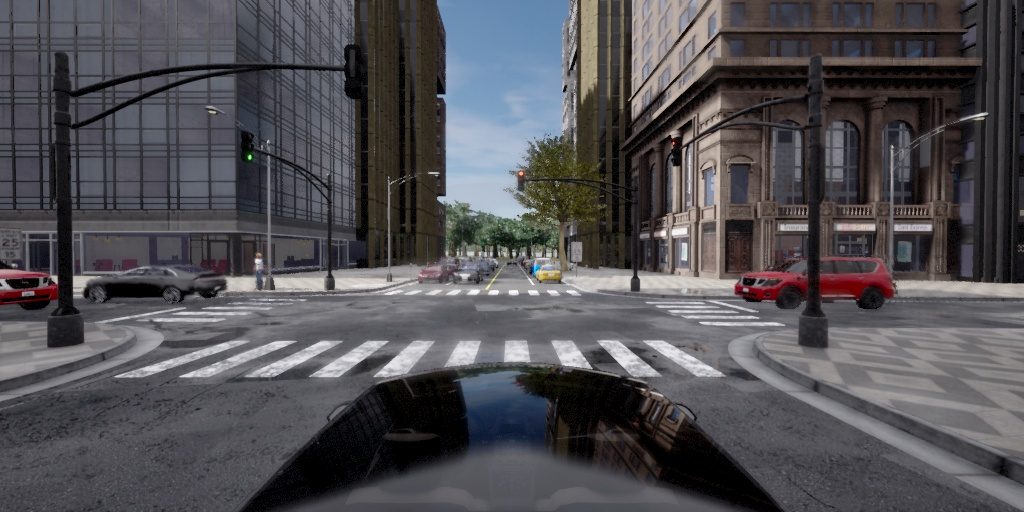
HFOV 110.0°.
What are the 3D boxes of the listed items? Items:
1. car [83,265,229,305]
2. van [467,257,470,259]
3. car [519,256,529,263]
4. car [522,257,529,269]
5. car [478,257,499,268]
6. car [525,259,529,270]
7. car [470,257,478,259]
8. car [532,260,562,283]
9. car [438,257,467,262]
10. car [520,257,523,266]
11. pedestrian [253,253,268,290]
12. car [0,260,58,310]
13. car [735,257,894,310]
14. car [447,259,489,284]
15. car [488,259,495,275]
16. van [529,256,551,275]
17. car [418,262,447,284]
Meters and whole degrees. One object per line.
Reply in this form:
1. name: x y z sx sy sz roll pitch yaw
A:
1. car: -14.563 1.108 14.773 4.902 1.511 2.128 1 1 0
2. van: -5.806 1.049 38.350 1.690 1.789 3.998 0 0 0
3. car: 2.692 1.201 61.085 2.007 1.370 4.403 0 0 0
4. car: 2.705 1.207 49.897 1.751 1.417 4.829 0 0 0
5. car: -3.140 1.182 46.434 2.128 1.511 4.902 0 0 0
6. car: 2.719 1.274 38.368 1.948 1.339 4.313 0 0 0
7. car: -5.813 1.011 44.030 2.192 1.841 5.009 0 0 0
8. car: 2.732 1.254 27.178 1.751 1.417 4.829 0 0 0
9. car: -5.800 1.034 32.669 2.192 1.841 5.009 0 0 0
10. car: 2.699 1.212 55.406 1.888 1.381 4.507 0 0 0
11. pedestrian: -12.542 0.741 17.809 0.375 1.860 0.375 0 0 0
12. car: -18.386 0.841 11.553 5.566 2.045 2.150 1 1 0
13. car: 12.328 1.049 14.774 5.566 2.045 2.150 0 1 -2
14. car: -3.135 1.220 26.500 2.128 1.511 4.902 0 0 1
15. car: -3.134 1.260 36.323 2.033 1.411 5.357 0 0 0
16. van: 2.726 1.060 32.688 1.690 1.789 3.998 0 0 0
17. car: -5.793 1.310 26.989 1.802 1.307 4.207 0 0 0
